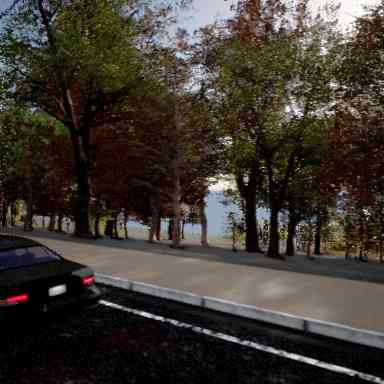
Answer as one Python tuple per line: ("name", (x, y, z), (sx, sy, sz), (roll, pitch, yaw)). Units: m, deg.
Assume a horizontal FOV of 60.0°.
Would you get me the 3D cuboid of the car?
("car", (-4.137, 1.593, 6.637), (5.357, 1.411, 2.033), (0, 0, 36))
